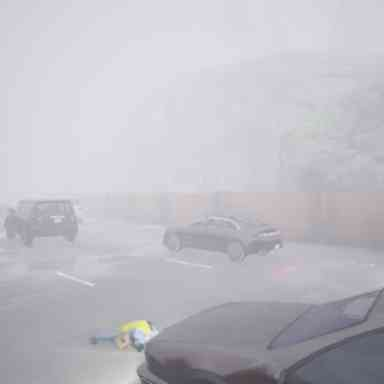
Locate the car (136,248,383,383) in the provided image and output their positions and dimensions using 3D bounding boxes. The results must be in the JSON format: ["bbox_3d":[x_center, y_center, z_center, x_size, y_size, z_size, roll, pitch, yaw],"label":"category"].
[{"bbox_3d":[2.010,1.568,2.583,5.357,1.411,2.033,0,-1,37],"label":"car"}]

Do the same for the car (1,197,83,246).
[{"bbox_3d":[-7.473,1.345,16.317,2.150,2.045,5.566,0,-1,-40],"label":"car"}]

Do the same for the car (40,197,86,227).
[{"bbox_3d":[-10.280,1.420,26.182,2.150,2.045,5.566,0,-1,-34],"label":"car"}]

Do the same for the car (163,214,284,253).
[{"bbox_3d":[0.983,1.587,12.548,4.902,1.511,2.128,0,0,41],"label":"car"}]
